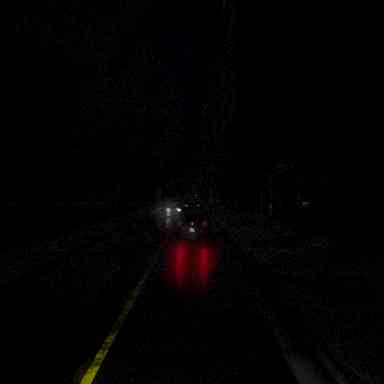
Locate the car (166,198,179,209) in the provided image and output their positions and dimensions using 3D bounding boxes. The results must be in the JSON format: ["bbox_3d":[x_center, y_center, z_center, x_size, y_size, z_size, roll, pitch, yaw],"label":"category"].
[{"bbox_3d":[-2.549,1.567,47.383,1.812,1.442,4.674,0,0,1],"label":"car"}]

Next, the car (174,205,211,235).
[{"bbox_3d":[0.042,1.603,18.675,1.895,1.301,4.718,0,0,1],"label":"car"}]

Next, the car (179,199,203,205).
[{"bbox_3d":[0.048,1.510,34.266,2.128,1.511,4.902,0,0,0],"label":"car"}]
